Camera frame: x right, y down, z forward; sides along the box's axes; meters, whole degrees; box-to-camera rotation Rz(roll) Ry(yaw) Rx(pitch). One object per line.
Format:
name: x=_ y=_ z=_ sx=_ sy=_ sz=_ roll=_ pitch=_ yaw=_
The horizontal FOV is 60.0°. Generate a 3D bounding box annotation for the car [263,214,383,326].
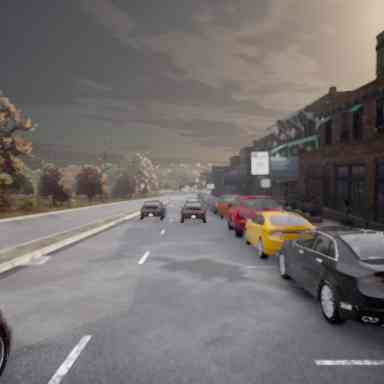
car: x=3.227 y=1.475 z=7.114 sx=2.231 sy=1.521 sz=4.892 roll=0 pitch=0 yaw=0

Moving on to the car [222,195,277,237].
car: x=3.229 y=1.214 z=18.074 sx=2.435 sy=2.045 sz=5.566 roll=0 pitch=0 yaw=0

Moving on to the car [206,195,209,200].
car: x=3.234 y=1.321 z=40.240 sx=2.185 sy=1.767 sz=4.553 roll=0 pitch=0 yaw=0

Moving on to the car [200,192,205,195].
car: x=3.242 y=1.299 z=67.741 sx=2.185 sy=1.767 sz=4.553 roll=0 pitch=0 yaw=0

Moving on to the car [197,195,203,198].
car: x=0.110 y=1.490 z=42.931 sx=1.812 sy=1.442 sz=4.674 roll=0 pitch=0 yaw=0

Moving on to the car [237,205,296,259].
car: x=3.228 y=1.469 z=12.640 sx=2.097 sy=1.535 sz=5.008 roll=0 pitch=0 yaw=0

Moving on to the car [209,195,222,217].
car: x=3.233 y=1.326 z=34.715 sx=2.185 sy=1.767 sz=4.553 roll=0 pitch=0 yaw=0

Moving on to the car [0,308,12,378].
car: x=-3.150 y=1.524 z=2.207 sx=1.812 sy=1.442 sz=4.674 roll=0 pitch=0 yaw=0

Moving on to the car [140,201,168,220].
car: x=-3.144 y=1.481 z=27.798 sx=1.837 sy=1.490 sz=4.892 roll=0 pitch=0 yaw=0

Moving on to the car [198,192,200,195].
car: x=3.233 y=1.412 z=84.342 sx=2.231 sy=1.521 sz=4.892 roll=0 pitch=0 yaw=0

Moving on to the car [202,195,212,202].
car: x=3.241 y=1.416 z=73.484 sx=1.946 sy=1.575 sz=5.366 roll=0 pitch=0 yaw=0

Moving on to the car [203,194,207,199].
car: x=3.236 y=1.439 z=51.190 sx=2.231 sy=1.521 sz=4.892 roll=0 pitch=0 yaw=0

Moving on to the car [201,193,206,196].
car: x=3.238 y=1.426 z=62.431 sx=1.946 sy=1.575 sz=5.366 roll=0 pitch=0 yaw=0

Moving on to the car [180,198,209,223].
car: x=0.105 y=1.484 z=25.751 sx=1.837 sy=1.490 sz=4.892 roll=0 pitch=0 yaw=0
